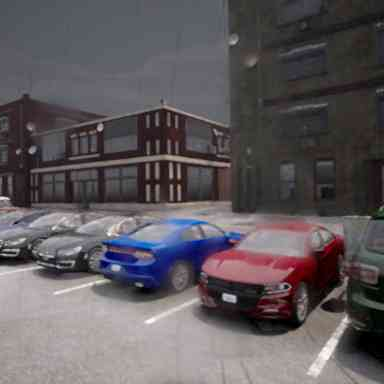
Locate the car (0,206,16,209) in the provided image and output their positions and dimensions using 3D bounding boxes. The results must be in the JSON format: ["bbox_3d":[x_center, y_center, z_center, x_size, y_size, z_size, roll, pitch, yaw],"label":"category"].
[{"bbox_3d":[-6.932,1.494,13.865,2.163,1.488,4.792,0,0,36],"label":"car"}]

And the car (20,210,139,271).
[{"bbox_3d":[-2.424,1.461,10.693,2.231,1.521,4.892,0,0,36],"label":"car"}]

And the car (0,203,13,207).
[{"bbox_3d":[-9.154,1.472,15.495,2.097,1.535,5.008,0,0,36],"label":"car"}]

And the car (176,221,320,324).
[{"bbox_3d":[2.063,1.469,7.490,2.097,1.535,5.008,0,0,36],"label":"car"}]

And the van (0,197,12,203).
[{"bbox_3d":[-11.236,1.257,17.115,1.878,1.987,4.442,0,0,36],"label":"van"}]

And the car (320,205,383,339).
[{"bbox_3d":[4.321,1.229,5.908,2.435,2.045,5.566,0,0,36],"label":"car"}]

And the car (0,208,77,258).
[{"bbox_3d":[-4.667,1.461,12.294,2.231,1.521,4.892,0,0,36],"label":"car"}]

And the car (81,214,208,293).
[{"bbox_3d":[-0.186,1.463,9.083,2.097,1.535,5.008,0,0,36],"label":"car"}]
